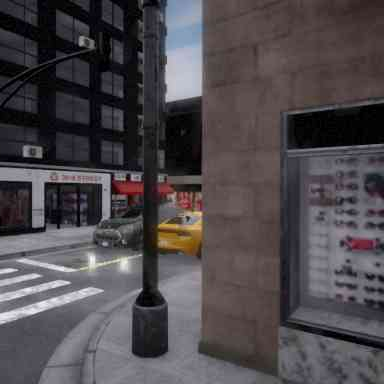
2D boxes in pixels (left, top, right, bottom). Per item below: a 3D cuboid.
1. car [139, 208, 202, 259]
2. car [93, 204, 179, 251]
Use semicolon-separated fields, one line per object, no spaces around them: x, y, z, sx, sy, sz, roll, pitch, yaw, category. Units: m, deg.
0.465;1.501;12.860;1.882;1.535;5.008;0;0;33;car
-2.003;1.368;14.293;2.097;1.767;4.553;0;0;33;car
